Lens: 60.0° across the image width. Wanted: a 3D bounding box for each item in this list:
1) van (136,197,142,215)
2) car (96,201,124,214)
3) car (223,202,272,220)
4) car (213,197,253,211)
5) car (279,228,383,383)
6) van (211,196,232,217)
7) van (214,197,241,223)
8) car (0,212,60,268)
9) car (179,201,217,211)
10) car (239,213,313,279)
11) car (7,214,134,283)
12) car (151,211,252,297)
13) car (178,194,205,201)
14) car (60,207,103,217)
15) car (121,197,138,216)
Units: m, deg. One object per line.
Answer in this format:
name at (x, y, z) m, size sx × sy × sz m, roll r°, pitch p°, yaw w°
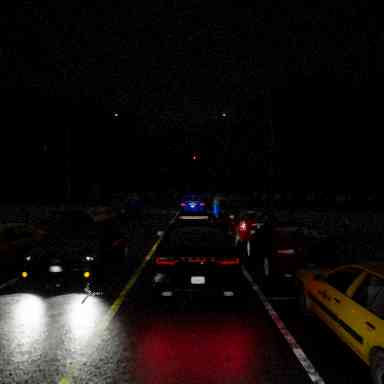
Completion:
van at (-5.781, 1.346, 31.596) m, size 1.690 × 1.788 × 3.998 m, roll 0°, pitch 0°, yaw 0°
car at (-5.775, 1.527, 20.551) m, size 1.752 × 1.417 × 4.829 m, roll 0°, pitch 0°, yaw 0°
car at (2.752, 1.441, 15.287) m, size 1.967 × 1.590 × 4.097 m, roll 0°, pitch 0°, yaw 0°
car at (2.750, 1.317, 20.725) m, size 2.192 × 1.841 × 5.009 m, roll 0°, pitch 0°, yaw 0°
car at (2.758, 1.525, 4.582) m, size 1.752 × 1.417 × 4.829 m, roll 0°, pitch 0°, yaw 0°
van at (2.745, 1.346, 31.600) m, size 1.690 × 1.788 × 3.998 m, roll 0°, pitch 0°, yaw 0°
van at (2.747, 1.345, 26.162) m, size 1.690 × 1.788 × 3.998 m, roll 0°, pitch 0°, yaw 0°
car at (-5.770, 1.526, 9.676) m, size 1.752 × 1.417 × 4.829 m, roll 0°, pitch 0°, yaw 0°
car at (0.087, 1.493, 19.071) m, size 2.128 × 1.511 × 4.902 m, roll 0°, pitch 0°, yaw 0°
car at (2.755, 1.545, 9.850) m, size 1.887 × 1.381 × 4.507 m, roll 0°, pitch 0°, yaw 0°
car at (-3.103, 1.564, 9.548) m, size 1.994 × 1.385 × 4.181 m, roll 0°, pitch 0°, yaw 0°
car at (0.090, 1.478, 8.627) m, size 1.882 × 1.535 × 5.008 m, roll 0°, pitch 0°, yaw 0°
car at (0.009, 1.226, 29.438) m, size 2.150 × 2.045 × 5.566 m, roll 0°, pitch 0°, yaw -2°
car at (-5.773, 1.567, 15.283) m, size 1.947 × 1.339 × 4.313 m, roll 0°, pitch 0°, yaw 0°
car at (-5.778, 1.444, 26.158) m, size 1.967 × 1.590 × 4.097 m, roll 0°, pitch 0°, yaw 0°
